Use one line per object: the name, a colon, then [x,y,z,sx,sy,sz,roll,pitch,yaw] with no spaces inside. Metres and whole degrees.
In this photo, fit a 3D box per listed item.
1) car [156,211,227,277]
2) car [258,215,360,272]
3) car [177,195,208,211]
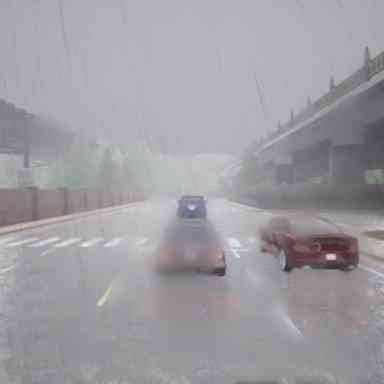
car: [-0.032,1.551,10.216,2.033,1.411,5.357,0,0,0]
car: [3.470,1.478,10.823,1.882,1.535,5.008,0,0,0]
car: [0.031,1.232,25.836,2.150,2.045,5.566,0,0,1]
